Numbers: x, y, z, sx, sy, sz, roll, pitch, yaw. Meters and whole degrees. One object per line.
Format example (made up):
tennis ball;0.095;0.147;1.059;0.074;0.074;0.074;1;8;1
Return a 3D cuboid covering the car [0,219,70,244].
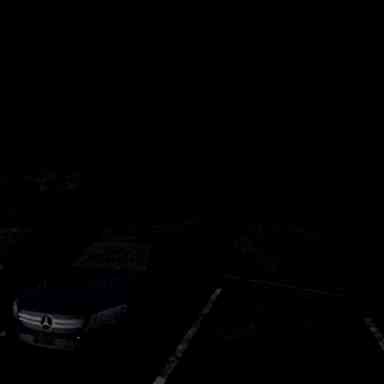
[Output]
car;-3.661;1.515;7.954;2.002;1.452;4.674;0;-1;14

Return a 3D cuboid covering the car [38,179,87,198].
car;-15.009;-0.380;38.136;5.566;2.045;2.435;1;6;8

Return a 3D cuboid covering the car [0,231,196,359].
car;-1.172;1.518;6.236;2.002;1.452;4.674;1;-1;15

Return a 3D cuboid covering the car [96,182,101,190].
car;-10.785;-0.989;46.124;4.892;1.521;2.231;1;6;8

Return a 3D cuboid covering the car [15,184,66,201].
car;-16.447;0.197;35.512;4.674;1.452;2.002;1;6;8

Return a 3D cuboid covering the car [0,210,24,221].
car;-6.145;1.474;9.670;2.231;1.521;4.892;1;-1;14

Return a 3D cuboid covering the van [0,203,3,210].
van;-8.674;1.244;11.245;1.878;1.987;4.442;1;-1;14
